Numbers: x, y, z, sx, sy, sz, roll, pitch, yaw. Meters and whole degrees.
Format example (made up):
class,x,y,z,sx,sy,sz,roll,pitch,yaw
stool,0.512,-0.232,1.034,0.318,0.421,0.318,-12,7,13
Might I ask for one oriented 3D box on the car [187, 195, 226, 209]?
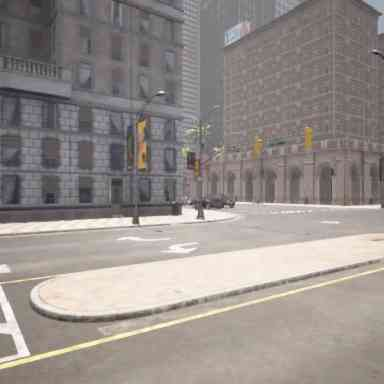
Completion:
class,x,y,z,sx,sy,sz,roll,pitch,yaw
car,1.850,1.478,44.629,1.882,1.535,5.008,0,0,-35

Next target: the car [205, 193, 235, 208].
class,x,y,z,sx,sy,sz,roll,pitch,yaw
car,3.825,1.221,47.901,2.150,2.045,5.566,0,0,-35

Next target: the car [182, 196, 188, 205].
class,x,y,z,sx,sy,sz,roll,pitch,yaw
car,-1.805,1.491,56.212,2.128,1.511,4.902,0,0,-34
